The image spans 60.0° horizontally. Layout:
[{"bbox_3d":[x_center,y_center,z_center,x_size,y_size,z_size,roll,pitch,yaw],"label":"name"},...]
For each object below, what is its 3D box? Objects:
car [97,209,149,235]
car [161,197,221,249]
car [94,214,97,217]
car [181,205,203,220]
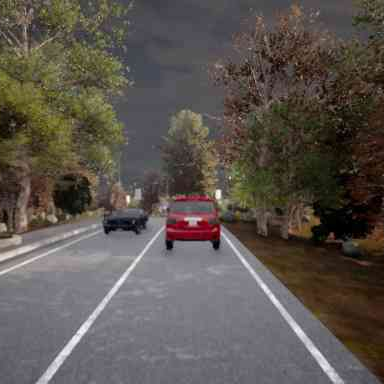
[{"bbox_3d":[-3.692,1.638,19.098,1.895,1.301,4.718,0,-1,0],"label":"car"},{"bbox_3d":[0.022,1.232,14.762,2.150,2.045,5.566,0,0,0],"label":"car"},{"bbox_3d":[-19.518,5.092,72.593,2.128,1.511,4.902,-1,-5,11],"label":"car"},{"bbox_3d":[-0.008,2.040,33.417,2.033,1.411,5.357,0,-3,1],"label":"car"}]
